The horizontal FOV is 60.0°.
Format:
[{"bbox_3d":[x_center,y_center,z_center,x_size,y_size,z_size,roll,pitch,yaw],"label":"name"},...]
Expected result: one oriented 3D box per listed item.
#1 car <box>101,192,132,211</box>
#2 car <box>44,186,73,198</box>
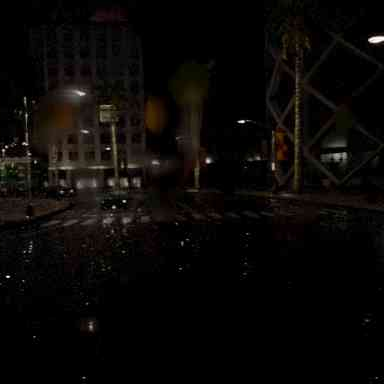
[{"bbox_3d":[-5.716,0.668,25.495,1.895,1.301,4.718,-2,2,-6],"label":"car"},{"bbox_3d":[-18.690,-0.078,46.530,4.553,1.767,2.097,0,3,35],"label":"car"}]
